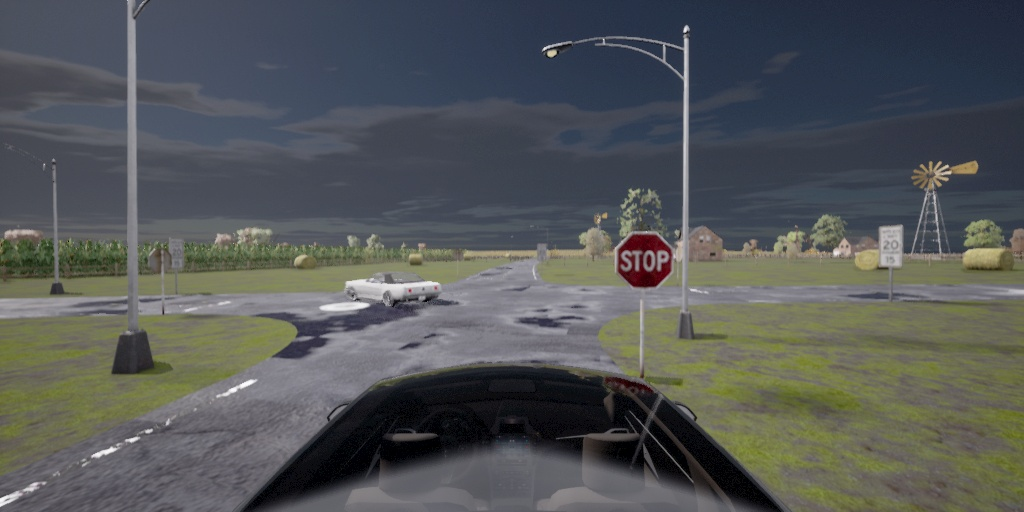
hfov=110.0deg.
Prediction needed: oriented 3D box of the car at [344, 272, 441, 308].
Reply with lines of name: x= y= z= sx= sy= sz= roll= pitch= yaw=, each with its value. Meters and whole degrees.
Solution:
car: x=-5.230 y=1.332 z=15.319 sx=4.718 sy=1.301 sz=1.895 roll=0 pitch=1 yaw=39
